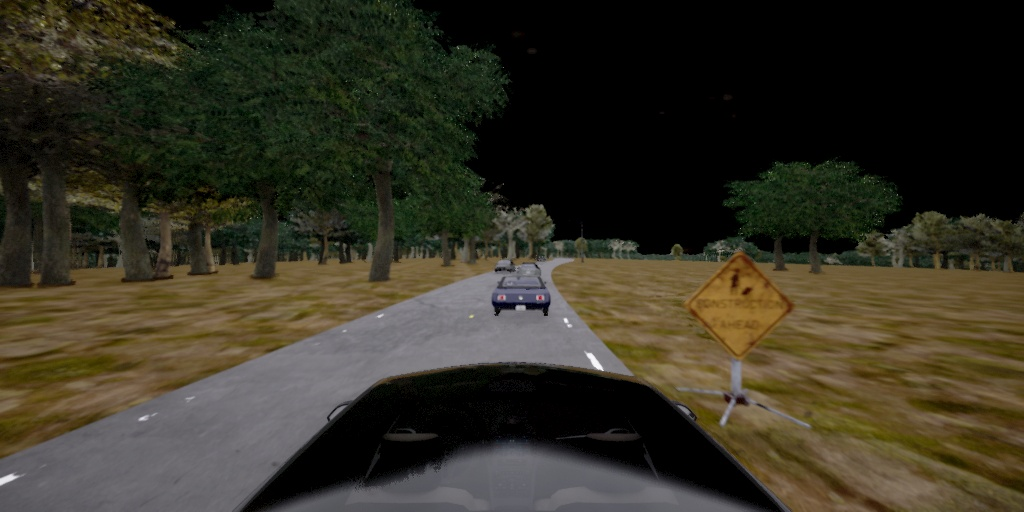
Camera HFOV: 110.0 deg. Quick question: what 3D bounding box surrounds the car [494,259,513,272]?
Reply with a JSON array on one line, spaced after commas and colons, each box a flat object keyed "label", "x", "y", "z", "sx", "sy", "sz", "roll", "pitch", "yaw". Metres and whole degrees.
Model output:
[{"label": "car", "x": -0.764, "y": 1.130, "z": 39.898, "sx": 1.837, "sy": 1.490, "sz": 4.892, "roll": 0, "pitch": 0, "yaw": 7}]

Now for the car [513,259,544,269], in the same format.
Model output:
[{"label": "car", "x": 1.466, "y": 1.232, "z": 30.427, "sx": 1.994, "sy": 1.385, "sz": 4.181, "roll": 0, "pitch": 0, "yaw": 5}]

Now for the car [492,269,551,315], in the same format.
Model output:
[{"label": "car", "x": 0.370, "y": 1.326, "z": 13.423, "sx": 1.895, "sy": 1.301, "sz": 4.718, "roll": 0, "pitch": 0, "yaw": 2}]

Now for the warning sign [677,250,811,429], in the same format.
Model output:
[{"label": "warning sign", "x": 2.660, "y": 0.864, "z": 4.268, "sx": 1.300, "sy": 1.860, "sz": 1.060, "roll": 0, "pitch": 0, "yaw": 1}]
